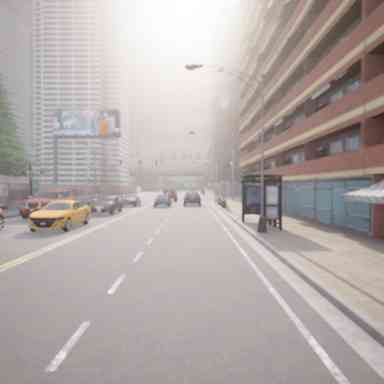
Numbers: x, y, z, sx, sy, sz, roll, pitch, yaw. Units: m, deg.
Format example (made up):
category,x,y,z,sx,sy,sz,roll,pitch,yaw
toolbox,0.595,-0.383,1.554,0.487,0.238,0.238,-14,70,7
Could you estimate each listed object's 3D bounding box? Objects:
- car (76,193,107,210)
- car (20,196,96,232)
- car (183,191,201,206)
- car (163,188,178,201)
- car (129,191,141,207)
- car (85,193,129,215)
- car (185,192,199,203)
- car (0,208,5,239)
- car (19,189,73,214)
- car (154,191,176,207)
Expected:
category,x,y,z,sx,sy,sz,roll,pitch,yaw
car,-10.507,0.940,35.195,1.837,1.490,4.892,0,1,1
car,-7.077,1.188,18.272,1.882,1.535,5.008,0,1,0
car,0.042,0.712,40.823,2.097,1.767,4.553,0,1,0
car,-3.368,0.416,50.856,2.150,2.045,5.566,0,1,0
car,-6.986,0.921,37.973,1.812,1.442,4.674,0,1,1
car,-7.055,1.050,27.749,2.128,1.511,4.902,0,1,0
car,0.051,0.787,49.369,1.994,1.385,4.181,0,1,0
car,-7.074,1.385,8.934,1.812,1.442,4.674,0,1,0
car,-10.566,0.823,24.774,2.150,2.045,5.566,0,1,0
car,-3.363,0.929,39.106,2.033,1.411,5.357,0,1,0
